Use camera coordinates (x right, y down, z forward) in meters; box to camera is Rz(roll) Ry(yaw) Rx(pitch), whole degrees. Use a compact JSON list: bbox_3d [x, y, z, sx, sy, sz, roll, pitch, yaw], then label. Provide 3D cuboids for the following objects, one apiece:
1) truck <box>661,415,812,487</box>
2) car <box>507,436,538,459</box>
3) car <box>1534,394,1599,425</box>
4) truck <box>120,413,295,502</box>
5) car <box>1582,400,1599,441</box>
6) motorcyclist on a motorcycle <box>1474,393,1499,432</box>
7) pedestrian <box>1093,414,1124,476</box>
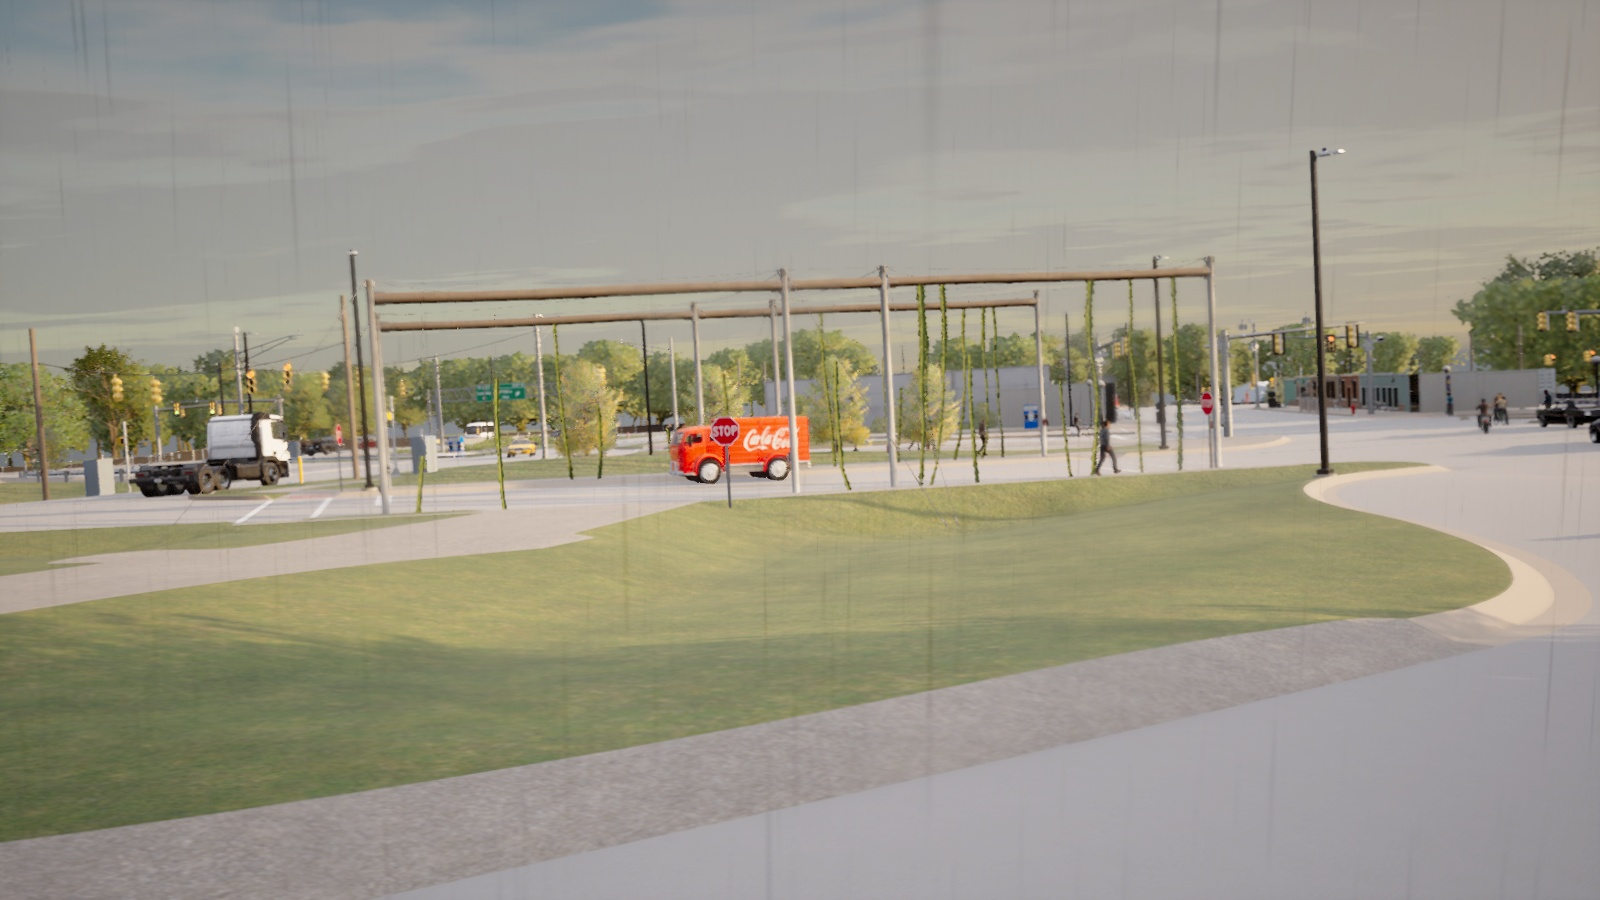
[{"bbox_3d":[-2.490,-0.018,48.577,5.204,2.467,2.627,-3,2,-19],"label":"truck"},{"bbox_3d":[-21.343,-0.201,96.785,1.801,1.575,5.366,-4,2,-8],"label":"car"},{"bbox_3d":[35.994,-1.884,57.946,1.895,1.301,4.718,-4,2,8],"label":"car"},{"bbox_3d":[-25.607,0.210,54.841,2.891,3.462,7.936,-3,1,7],"label":"truck"},{"bbox_3d":[30.805,-1.118,45.748,2.163,1.488,4.792,-4,2,8],"label":"car"},{"bbox_3d":[31.788,-1.763,58.133,0.766,1.649,2.350,-4,2,25],"label":"motorcyclist on a motorcycle"},{"bbox_3d":[9.902,-0.172,40.313,0.788,1.949,0.423,-5,3,-19],"label":"pedestrian"}]
